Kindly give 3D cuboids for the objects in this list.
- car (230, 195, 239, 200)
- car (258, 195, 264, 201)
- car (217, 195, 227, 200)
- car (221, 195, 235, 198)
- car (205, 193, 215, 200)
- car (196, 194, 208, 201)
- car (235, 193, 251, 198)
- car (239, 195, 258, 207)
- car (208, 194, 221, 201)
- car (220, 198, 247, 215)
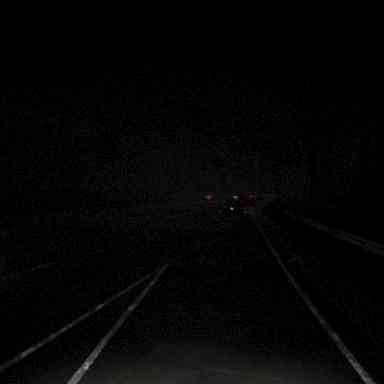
[{"bbox_3d":[11.817,1.456,91.540,1.812,1.442,4.674,0,0,15],"label":"car"},{"bbox_3d":[18.150,1.622,88.122,1.837,1.490,4.892,0,0,15],"label":"car"},{"bbox_3d":[8.435,1.471,92.441,1.994,1.385,4.181,0,0,15],"label":"car"},{"bbox_3d":[9.132,1.552,81.471,1.882,1.535,5.008,0,0,15],"label":"car"},{"bbox_3d":[5.047,1.261,93.314,2.097,1.767,4.553,0,0,15],"label":"car"},{"bbox_3d":[2.368,1.549,83.275,1.837,1.490,4.892,0,0,15],"label":"car"},{"bbox_3d":[12.522,1.312,80.599,2.150,2.045,5.566,0,0,15],"label":"car"},{"bbox_3d":[9.190,1.593,54.159,1.812,1.442,4.674,0,0,15],"label":"car"},{"bbox_3d":[5.857,1.587,82.776,1.812,1.442,4.674,0,0,15],"label":"car"},{"bbox_3d":[4.361,1.601,34.765,1.994,1.385,4.181,0,0,12],"label":"car"}]
